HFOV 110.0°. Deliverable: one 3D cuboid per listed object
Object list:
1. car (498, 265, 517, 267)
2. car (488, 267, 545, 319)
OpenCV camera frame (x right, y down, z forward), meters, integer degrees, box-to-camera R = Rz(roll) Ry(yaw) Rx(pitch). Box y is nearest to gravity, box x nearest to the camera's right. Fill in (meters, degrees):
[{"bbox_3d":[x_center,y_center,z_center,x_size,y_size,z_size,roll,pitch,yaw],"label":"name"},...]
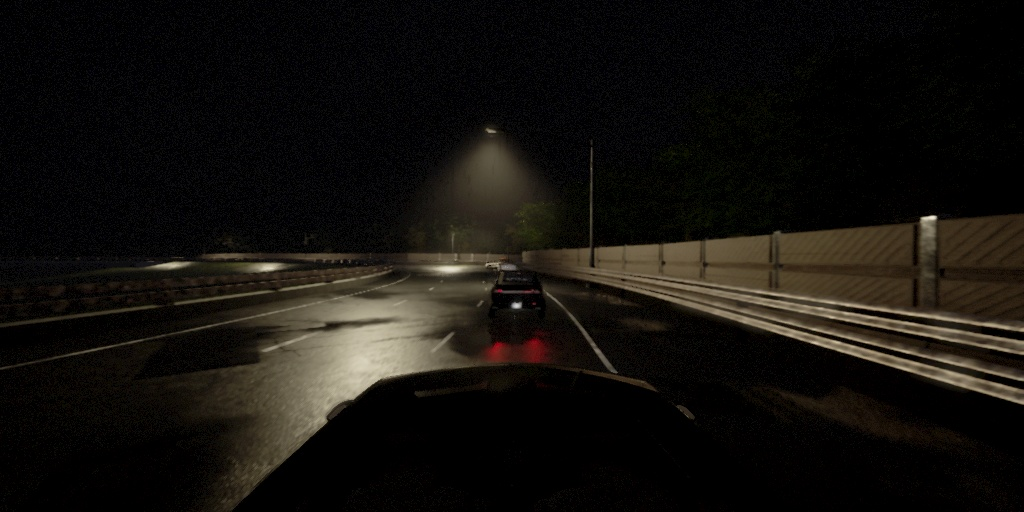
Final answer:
[{"bbox_3d":[-0.400,1.424,27.708,2.128,1.511,4.902,1,0,-6],"label":"car"},{"bbox_3d":[0.205,1.327,13.341,2.128,1.511,4.902,1,0,2],"label":"car"}]
